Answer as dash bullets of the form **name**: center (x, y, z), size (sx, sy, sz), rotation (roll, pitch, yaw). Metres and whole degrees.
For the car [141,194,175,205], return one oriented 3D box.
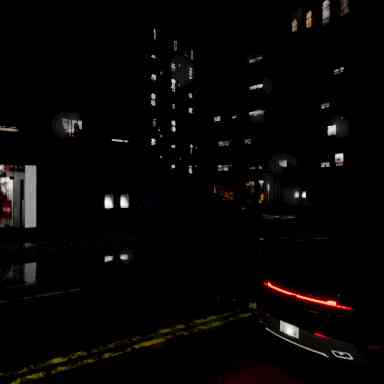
- **car**: center (-4.359, 0.962, 42.548), size (4.206, 1.307, 1.802), rotation (1, 0, 37)

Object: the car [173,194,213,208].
- **car**: center (0.054, 1.042, 39.223), size (4.403, 1.369, 2.008), rotation (1, 0, 37)

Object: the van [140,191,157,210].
- **van**: center (-5.010, 0.817, 32.552), size (3.998, 1.788, 1.690), rotation (1, 0, 37)

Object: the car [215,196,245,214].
- **car**: center (2.487, 1.122, 30.103), size (4.902, 1.511, 2.128), rotation (1, 1, 38)

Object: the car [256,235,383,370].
- **car**: center (3.237, 1.507, 5.621), size (4.892, 1.490, 1.837), rotation (0, 0, -35)

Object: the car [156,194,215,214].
- **car**: center (-0.603, 1.138, 29.225), size (4.403, 1.369, 2.008), rotation (1, 0, 37)
